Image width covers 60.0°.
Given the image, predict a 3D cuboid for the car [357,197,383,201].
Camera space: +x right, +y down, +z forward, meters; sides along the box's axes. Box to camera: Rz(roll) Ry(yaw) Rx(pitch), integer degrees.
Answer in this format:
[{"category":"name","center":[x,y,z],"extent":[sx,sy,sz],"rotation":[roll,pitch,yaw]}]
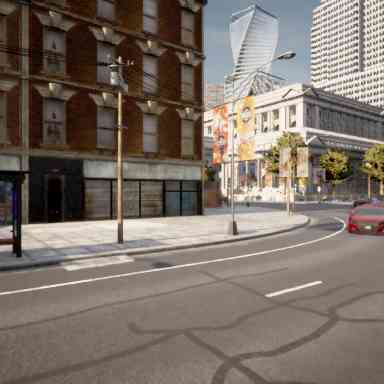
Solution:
[{"category":"car","center":[21.662,1.547,37.990],"extent":[2.033,1.411,5.357],"rotation":[0,0,-3]}]

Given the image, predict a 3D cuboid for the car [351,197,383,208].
[{"category":"car","center":[26.433,1.520,50.039],"extent":[2.002,1.452,4.674],"rotation":[0,0,-16]}]

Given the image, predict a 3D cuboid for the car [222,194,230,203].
[{"category":"car","center":[5.329,1.223,68.674],"extent":[2.150,2.045,5.566],"rotation":[0,0,-35]}]

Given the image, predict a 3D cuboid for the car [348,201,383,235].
[{"category":"car","center":[9.918,1.477,18.547],"extent":[1.882,1.535,5.008],"rotation":[0,0,30]}]
